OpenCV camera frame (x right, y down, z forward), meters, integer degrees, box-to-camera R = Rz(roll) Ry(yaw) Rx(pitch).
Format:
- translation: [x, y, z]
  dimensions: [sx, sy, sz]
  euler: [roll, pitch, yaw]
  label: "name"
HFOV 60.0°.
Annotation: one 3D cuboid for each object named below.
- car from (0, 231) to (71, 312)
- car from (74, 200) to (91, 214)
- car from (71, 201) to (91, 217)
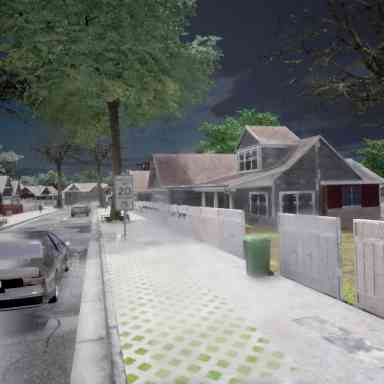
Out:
- translation: [-4.103, 1.671, 8.101]
  dimensions: [2.033, 1.411, 5.357]
  euler: [-2, 0, -16]
  label: "car"
- translation: [-15.543, 2.076, 47.497]
  dimensions: [2.097, 1.767, 4.553]
  euler: [-2, -1, -16]
  label: "car"
- translation: [-12.730, 2.026, 38.001]
  dimensions: [2.128, 1.511, 4.902]
  euler: [-2, -1, -16]
  label: "car"
